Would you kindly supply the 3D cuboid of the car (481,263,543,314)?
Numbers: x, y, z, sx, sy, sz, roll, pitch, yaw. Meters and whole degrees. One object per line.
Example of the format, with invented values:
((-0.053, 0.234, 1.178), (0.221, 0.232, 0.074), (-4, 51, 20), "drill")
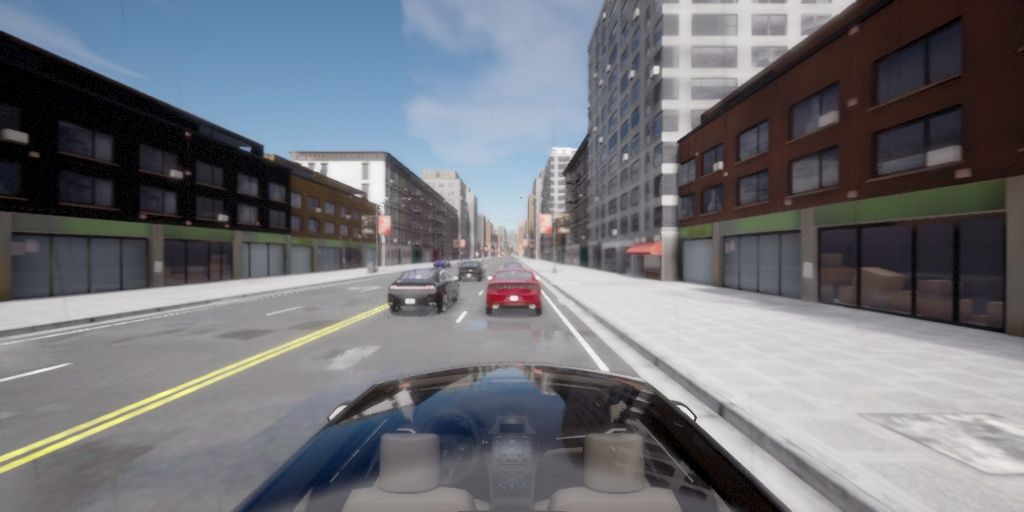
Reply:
((0.069, 1.185, 13.569), (1.882, 1.535, 5.008), (0, -1, 0), "car")

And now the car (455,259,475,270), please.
((-6.577, 1.130, 50.458), (2.033, 1.411, 5.357), (0, 0, 0), "car")

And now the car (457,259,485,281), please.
((-3.176, 1.158, 28.941), (1.837, 1.490, 4.892), (0, 1, 0), "car")

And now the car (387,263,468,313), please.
((-3.182, 1.198, 13.665), (2.128, 1.511, 4.902), (0, 0, 0), "car")

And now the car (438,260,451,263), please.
((-9.823, 1.183, 50.586), (1.895, 1.301, 4.718), (0, 0, 0), "car")
